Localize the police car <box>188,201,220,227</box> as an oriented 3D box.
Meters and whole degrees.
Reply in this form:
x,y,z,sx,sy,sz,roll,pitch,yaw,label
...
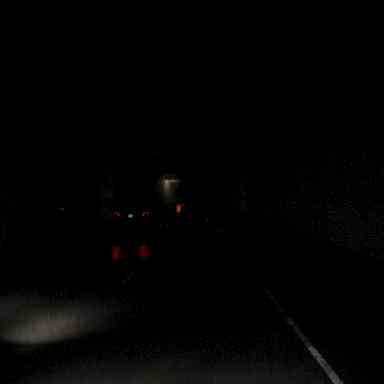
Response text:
x,y,z,sx,sy,sz,roll,pitch,yaw,label
0.935,1.699,25.078,1.930,1.638,5.238,0,-1,-3,police car

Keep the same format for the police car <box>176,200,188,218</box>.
x,y,z,sx,sy,sz,roll,pitch,yaw,label
-0.176,1.815,35.715,1.930,1.638,5.238,0,-1,-9,police car

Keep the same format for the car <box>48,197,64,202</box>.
x,y,z,sx,sy,sz,roll,pitch,yaw,label
-25.239,1.902,61.631,2.150,2.045,5.566,1,-1,-34,car

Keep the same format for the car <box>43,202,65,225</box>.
x,y,z,sx,sy,sz,roll,pitch,yaw,label
-10.825,1.750,23.692,2.128,1.511,4.902,0,-1,-3,car

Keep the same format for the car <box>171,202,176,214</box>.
x,y,z,sx,sy,sz,roll,pitch,yaw,label
-1.376,1.807,41.879,2.097,1.767,4.553,0,-1,-13,car

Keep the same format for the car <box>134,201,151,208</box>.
x,y,z,sx,sy,sz,roll,pitch,yaw,label
-9.139,2.267,61.248,1.895,1.301,4.718,0,-1,-26,car

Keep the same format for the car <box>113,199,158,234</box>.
x,y,z,sx,sy,sz,roll,pitch,yaw,label
-3.464,1.452,21.087,2.150,2.045,5.566,0,-1,-1,car
